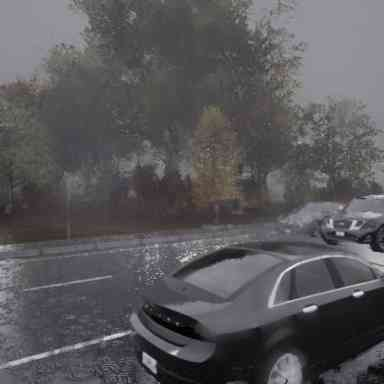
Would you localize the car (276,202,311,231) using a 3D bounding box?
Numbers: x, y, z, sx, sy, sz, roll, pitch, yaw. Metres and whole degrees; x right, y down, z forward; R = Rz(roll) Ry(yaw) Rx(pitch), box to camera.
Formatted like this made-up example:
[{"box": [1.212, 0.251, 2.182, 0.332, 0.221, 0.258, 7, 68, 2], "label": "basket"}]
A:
[{"box": [6.408, 1.282, 17.156, 4.553, 1.767, 2.097, 0, 0, -35], "label": "car"}]

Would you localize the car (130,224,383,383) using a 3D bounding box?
[{"box": [1.530, 1.487, 4.836, 4.892, 1.490, 1.837, 0, 0, -36], "label": "car"}]

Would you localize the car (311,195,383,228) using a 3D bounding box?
[{"box": [7.653, 1.156, 13.744, 5.566, 2.045, 2.150, 0, 0, -35], "label": "car"}]
